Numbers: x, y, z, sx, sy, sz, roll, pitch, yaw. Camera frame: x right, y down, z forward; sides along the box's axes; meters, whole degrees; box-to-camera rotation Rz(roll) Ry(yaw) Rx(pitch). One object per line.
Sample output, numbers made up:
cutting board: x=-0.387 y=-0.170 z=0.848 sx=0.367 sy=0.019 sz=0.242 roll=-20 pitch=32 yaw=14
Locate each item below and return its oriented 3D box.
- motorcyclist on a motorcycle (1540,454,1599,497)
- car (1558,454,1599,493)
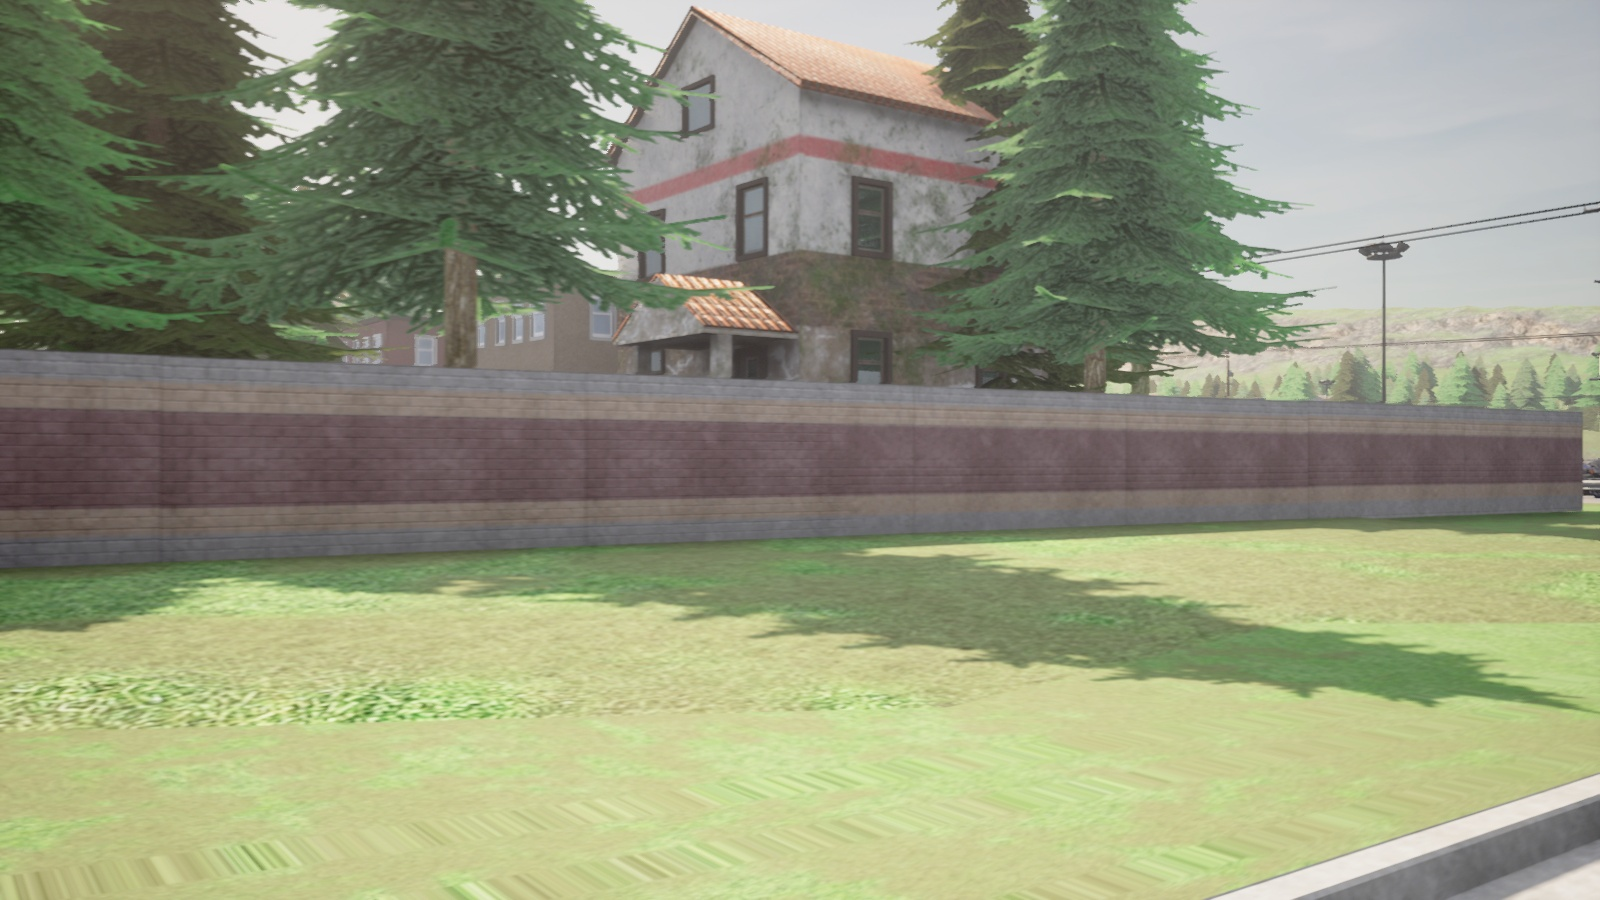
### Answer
motorcyclist on a motorcycle: x=28.250 y=0.908 z=45.600 sx=0.866 sy=1.530 sz=2.191 roll=0 pitch=0 yaw=-36
car: x=31.496 y=0.875 z=47.080 sx=2.163 sy=1.488 sz=4.792 roll=0 pitch=0 yaw=-36
